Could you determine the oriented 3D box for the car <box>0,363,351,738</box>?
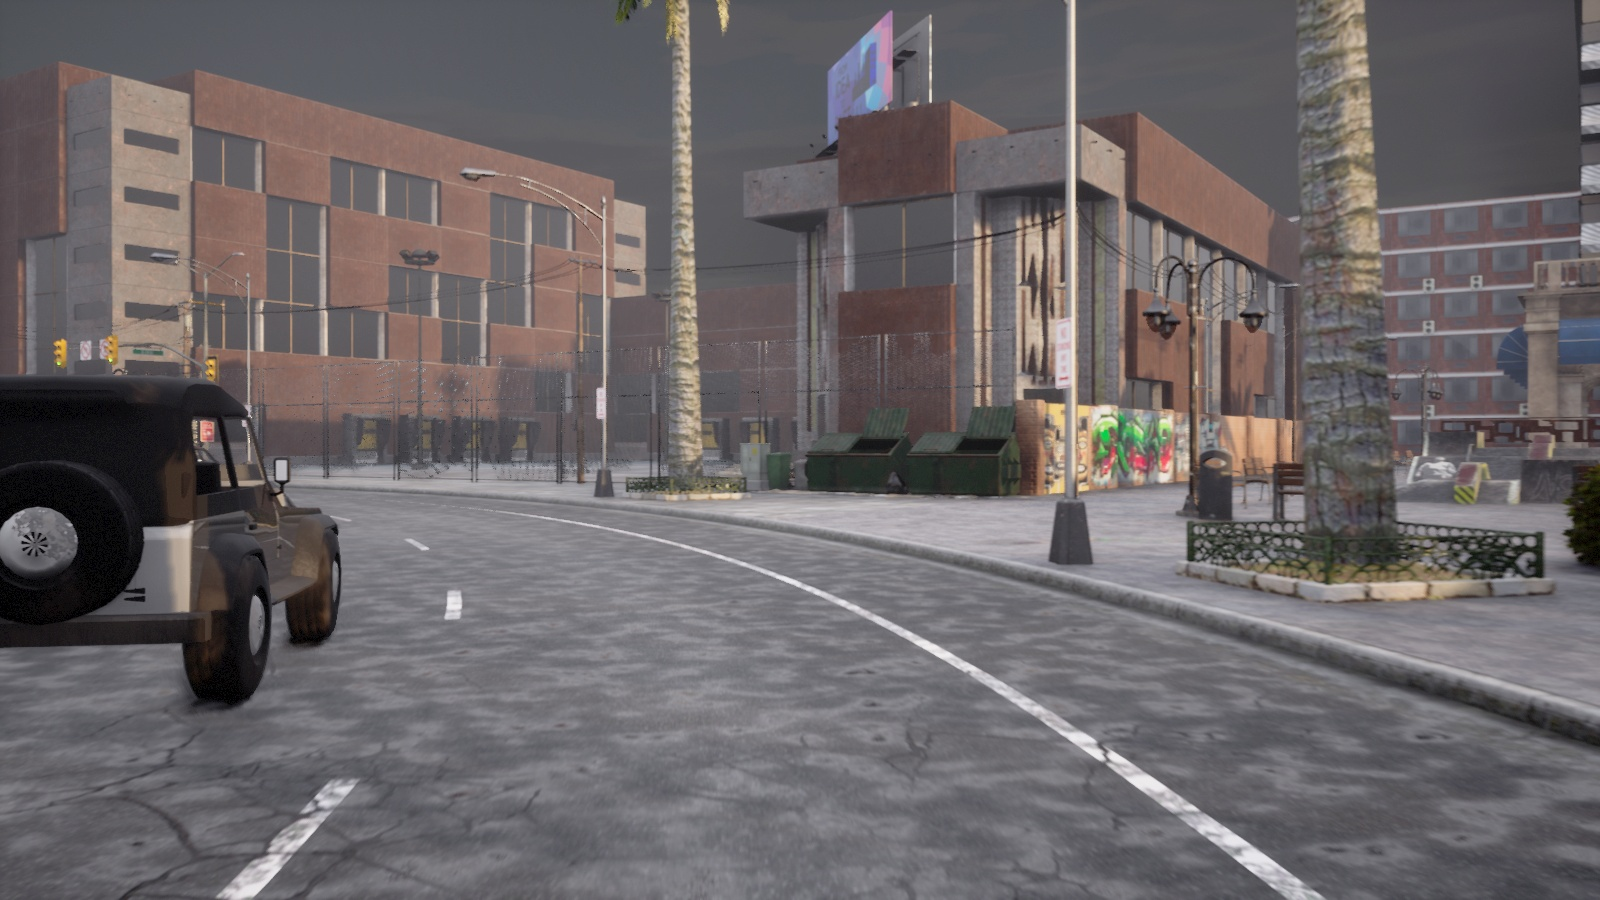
[{"bbox_3d":[-4.283,0.493,8.204,1.905,1.878,3.866,0,0,-10],"label":"car"}]
